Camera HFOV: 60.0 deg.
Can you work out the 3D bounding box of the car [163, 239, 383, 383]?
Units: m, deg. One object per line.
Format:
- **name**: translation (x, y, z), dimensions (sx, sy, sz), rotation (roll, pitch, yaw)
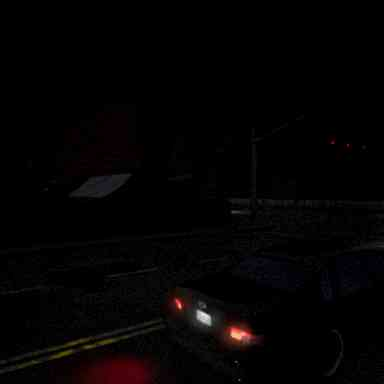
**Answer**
- **car**: translation (2.201, 1.516, 5.371), dimensions (5.357, 1.411, 2.033), rotation (0, 0, -35)
